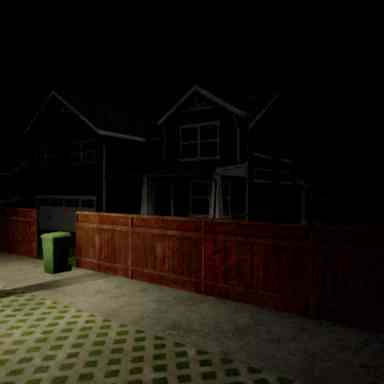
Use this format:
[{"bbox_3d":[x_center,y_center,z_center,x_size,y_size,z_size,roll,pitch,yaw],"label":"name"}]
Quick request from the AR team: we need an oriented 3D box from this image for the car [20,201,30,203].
[{"bbox_3d":[-18.565,1.729,37.767,2.128,1.511,4.902,0,0,15],"label":"car"}]
